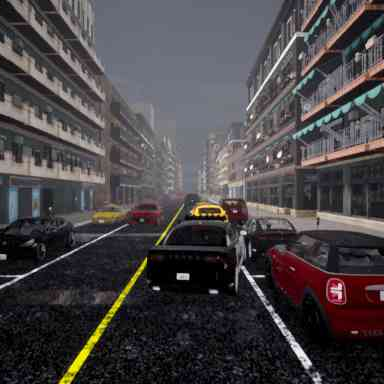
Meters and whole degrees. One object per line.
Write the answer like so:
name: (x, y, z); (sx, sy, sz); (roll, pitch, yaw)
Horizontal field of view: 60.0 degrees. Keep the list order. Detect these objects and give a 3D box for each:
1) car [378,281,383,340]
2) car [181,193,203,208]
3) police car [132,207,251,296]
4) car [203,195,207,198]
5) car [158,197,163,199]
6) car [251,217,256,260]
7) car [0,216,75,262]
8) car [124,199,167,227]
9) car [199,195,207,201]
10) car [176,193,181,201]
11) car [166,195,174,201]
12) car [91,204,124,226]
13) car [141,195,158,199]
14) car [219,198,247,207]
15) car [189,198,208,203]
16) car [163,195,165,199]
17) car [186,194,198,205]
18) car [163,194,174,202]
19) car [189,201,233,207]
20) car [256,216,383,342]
car: (2.692, 1.545, 0.833); (1.887, 1.381, 4.507); (0, 0, 0)
car: (0.052, 1.212, 45.263); (2.150, 2.045, 5.566); (0, 0, 0)
police car: (0.398, 1.421, 8.943); (1.930, 1.638, 5.238); (-1, 0, 13)
car: (2.772, 1.503, 74.276); (1.752, 1.417, 4.829); (0, 0, 0)
car: (-5.638, 1.305, 45.938); (2.192, 1.841, 5.009); (0, 0, 0)
car: (2.705, 1.550, 12.105); (2.008, 1.369, 4.403); (0, 0, 0)
car: (-5.676, 1.565, 12.118); (1.947, 1.339, 4.313); (0, 0, 0)
car: (-3.076, 1.475, 22.985); (1.882, 1.535, 5.008); (0, 0, 0)
car: (2.784, 1.517, 85.379); (1.887, 1.381, 4.507); (0, 0, 0)
car: (-2.910, 1.195, 82.493); (2.150, 2.045, 5.566); (0, 0, 0)
car: (-5.596, 1.517, 85.392); (1.887, 1.381, 4.507); (0, 0, 0)
car: (-5.664, 1.523, 23.221); (1.752, 1.417, 4.829); (0, 0, 0)
car: (-5.645, 1.432, 40.301); (1.967, 1.590, 4.097); (0, 0, 0)
car: (2.718, 1.312, 23.379); (2.192, 1.841, 5.009); (0, 0, 0)
car: (0.856, 1.453, 24.787); (1.801, 1.575, 5.366); (0, 0, -1)
car: (-5.634, 1.570, 51.574); (1.802, 1.307, 4.206); (0, 0, 0)
car: (0.064, 1.337, 59.954); (2.097, 1.767, 4.553); (0, 0, 0)
car: (-5.607, 1.293, 74.119); (2.192, 1.841, 5.009); (0, 0, 0)
car: (0.920, 1.476, 18.605); (1.882, 1.535, 5.008); (0, 0, 0)
car: (2.699, 1.440, 6.470); (1.967, 1.590, 4.097); (0, 0, 0)
